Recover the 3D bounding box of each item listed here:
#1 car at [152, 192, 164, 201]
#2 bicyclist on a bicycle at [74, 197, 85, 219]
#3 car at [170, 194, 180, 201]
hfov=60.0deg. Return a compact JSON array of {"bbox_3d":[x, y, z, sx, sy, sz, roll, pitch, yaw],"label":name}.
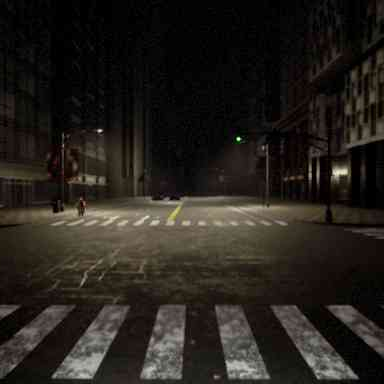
[{"bbox_3d":[-6.521,0.886,64.437,2.097,1.767,4.553,0,0,0],"label":"car"},{"bbox_3d":[-8.699,1.228,26.009,0.866,1.612,1.509,0,0,0],"label":"bicyclist on a bicycle"},{"bbox_3d":[-3.271,1.128,64.380,1.895,1.301,4.718,0,0,0],"label":"car"}]
